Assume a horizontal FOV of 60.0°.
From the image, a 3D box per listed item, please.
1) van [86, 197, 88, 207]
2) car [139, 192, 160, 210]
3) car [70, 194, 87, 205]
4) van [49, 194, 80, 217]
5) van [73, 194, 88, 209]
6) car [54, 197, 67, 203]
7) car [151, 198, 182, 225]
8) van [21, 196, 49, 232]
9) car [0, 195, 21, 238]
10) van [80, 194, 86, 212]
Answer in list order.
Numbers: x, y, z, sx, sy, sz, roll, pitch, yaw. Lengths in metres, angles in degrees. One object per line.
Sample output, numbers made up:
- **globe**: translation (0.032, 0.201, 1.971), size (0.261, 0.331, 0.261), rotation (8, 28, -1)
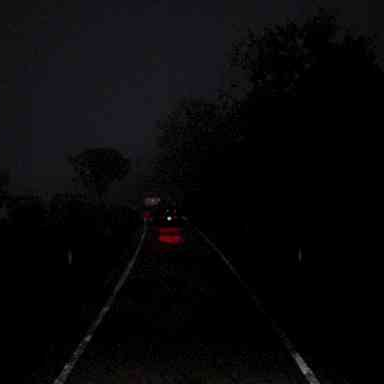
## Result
- **van**: translation (-14.175, 1.242, 41.265), size (1.878, 1.987, 4.442), rotation (1, -1, -14)
- **car**: translation (-5.220, 1.083, 41.188), size (2.150, 2.045, 5.566), rotation (0, 0, -15)
- **car**: translation (-21.403, 1.451, 62.502), size (2.435, 2.045, 5.566), rotation (2, -2, -23)
- **van**: translation (-11.732, 1.194, 30.365), size (1.878, 1.987, 4.442), rotation (1, -1, -12)
- **van**: translation (-15.673, 1.282, 46.655), size (1.878, 1.987, 4.442), rotation (2, -2, -19)
- **car**: translation (-34.299, 2.159, 86.475), size (2.097, 1.535, 5.008), rotation (-1, -1, -33)
- **car**: translation (-1.780, 1.439, 23.617), size (1.837, 1.490, 4.892), rotation (0, 0, -8)
- **van**: translation (-10.125, 1.189, 19.295), size (1.878, 1.987, 4.442), rotation (1, -1, -8)
- **car**: translation (-9.632, 1.171, 13.814), size (2.435, 2.045, 5.566), rotation (1, -1, -7)
- **van**: translation (-12.863, 1.212, 35.829), size (1.878, 1.987, 4.442), rotation (1, -1, -14)
